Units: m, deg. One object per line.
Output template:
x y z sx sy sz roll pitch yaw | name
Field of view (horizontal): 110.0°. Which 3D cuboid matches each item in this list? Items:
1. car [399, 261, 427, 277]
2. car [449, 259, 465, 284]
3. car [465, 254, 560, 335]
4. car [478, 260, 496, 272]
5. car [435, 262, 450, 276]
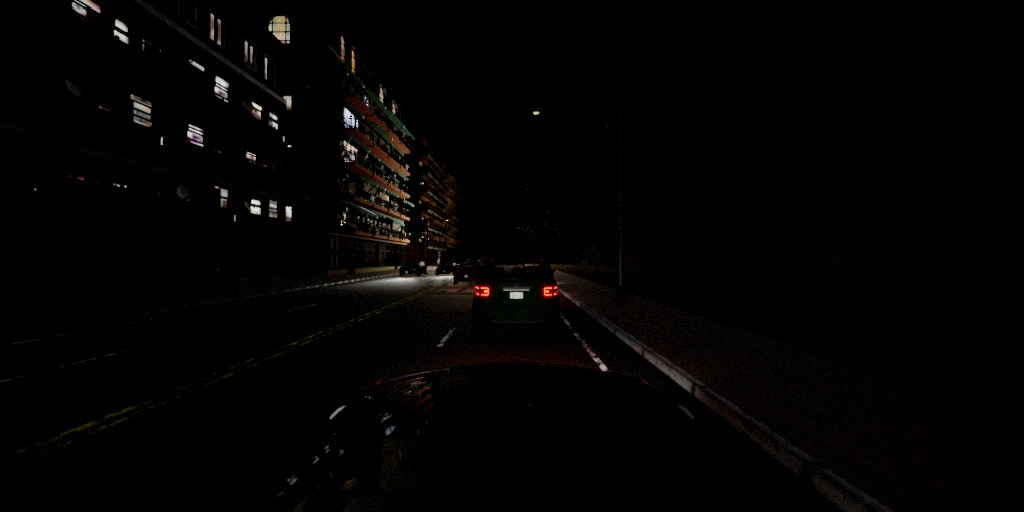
-9.766 1.239 35.730 2.128 1.511 4.902 0 0 0 | car
-3.087 1.227 26.607 1.882 1.535 5.008 0 0 0 | car
0.116 0.972 10.693 2.150 2.045 5.566 0 0 0 | car
-3.041 1.245 44.850 1.837 1.490 4.892 0 -1 0 | car
-6.515 1.311 36.483 1.994 1.385 4.181 0 0 0 | car
